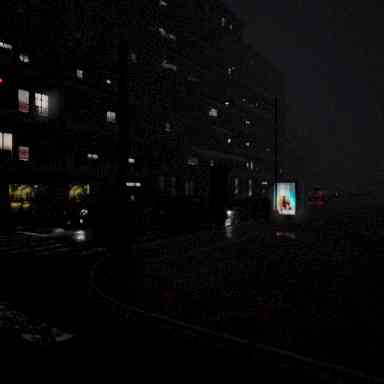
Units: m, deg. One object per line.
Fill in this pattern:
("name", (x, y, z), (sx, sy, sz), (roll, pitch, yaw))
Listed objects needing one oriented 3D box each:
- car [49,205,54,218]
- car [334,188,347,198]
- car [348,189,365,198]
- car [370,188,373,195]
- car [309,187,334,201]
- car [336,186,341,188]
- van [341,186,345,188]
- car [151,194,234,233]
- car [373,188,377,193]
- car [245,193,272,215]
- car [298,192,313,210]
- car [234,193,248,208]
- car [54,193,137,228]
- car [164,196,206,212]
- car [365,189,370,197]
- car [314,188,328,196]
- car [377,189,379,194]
("car", (-6.949, 1.009, 22.441), (2.192, 1.841, 5.009), (1, 2, 35))
("car", (25.099, 0.405, 58.047), (1.895, 1.301, 4.718), (0, 1, 35))
("car", (28.630, 0.308, 58.541), (1.887, 1.381, 4.507), (1, 2, 35))
("car", (35.005, 0.095, 67.621), (1.887, 1.381, 4.507), (1, 2, 35))
("car", (18.914, 0.232, 49.240), (2.150, 2.045, 5.566), (0, 1, 35))
("car", (34.478, -0.241, 81.450), (1.967, 1.590, 4.097), (2, 2, 35))
("van", (37.665, -0.447, 85.986), (1.690, 1.788, 3.998), (2, 2, 35))
("car", (-0.056, 1.025, 17.676), (2.192, 1.841, 5.009), (1, 2, 35))
("car", (38.192, -0.012, 72.161), (1.887, 1.381, 4.507), (1, 2, 35))
("car", (6.318, 1.068, 26.762), (1.947, 1.339, 4.313), (1, 2, 35))
("car", (9.505, 0.964, 31.302), (1.947, 1.339, 4.313), (1, 2, 35))
("car", (3.899, 0.939, 33.403), (1.812, 1.442, 4.674), (0, 1, 35))
("car", (-5.474, 1.073, 20.026), (2.097, 1.767, 4.553), (0, 1, 34))
("car", (-0.577, 1.068, 31.526), (1.802, 1.307, 4.206), (2, 2, 35))
("car", (31.818, 0.097, 63.078), (1.967, 1.590, 4.097), (1, 2, 35))
("car", (28.104, -0.026, 72.372), (1.967, 1.590, 4.097), (2, 2, 35))
("car", (44.567, -0.221, 81.241), (2.008, 1.369, 4.403), (1, 2, 35))
